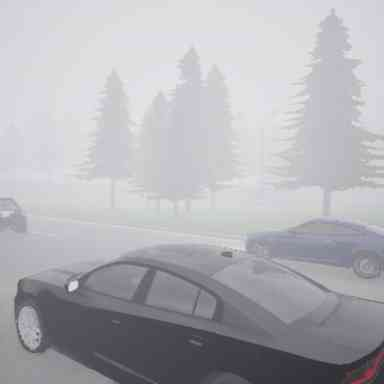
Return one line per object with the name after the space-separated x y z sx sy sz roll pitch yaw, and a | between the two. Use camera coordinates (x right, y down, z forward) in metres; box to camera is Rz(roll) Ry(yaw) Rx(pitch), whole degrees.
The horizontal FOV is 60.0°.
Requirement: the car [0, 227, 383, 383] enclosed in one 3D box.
-0.294 1.414 4.201 5.008 1.535 1.882 1 1 35 | car

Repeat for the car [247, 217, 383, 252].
3.872 1.465 9.830 4.674 1.442 1.812 2 1 35 | car

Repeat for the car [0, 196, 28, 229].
-9.472 0.949 15.053 4.553 1.767 2.097 2 1 36 | car
